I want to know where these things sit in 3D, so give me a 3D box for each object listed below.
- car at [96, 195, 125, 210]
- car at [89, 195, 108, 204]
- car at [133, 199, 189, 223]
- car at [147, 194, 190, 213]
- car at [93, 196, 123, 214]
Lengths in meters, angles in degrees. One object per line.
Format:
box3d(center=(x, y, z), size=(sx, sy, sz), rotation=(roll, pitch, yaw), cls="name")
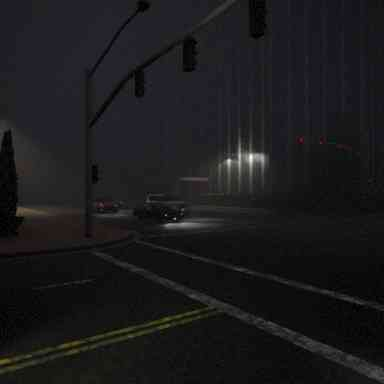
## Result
box3d(center=(-10.588, 1.353, 42.842), size=(2.097, 1.767, 4.553), rotation=(0, 0, -36), cls="car")
box3d(center=(-18.680, 1.478, 66.225), size=(1.882, 1.535, 5.008), rotation=(0, 0, -36), cls="car")
box3d(center=(-2.801, 1.547, 26.155), size=(2.033, 1.411, 5.357), rotation=(0, 0, -36), cls="car")
box3d(center=(-2.417, 1.221, 31.579), size=(2.150, 2.045, 5.566), rotation=(0, 0, -36), cls="car")
box3d(center=(-9.575, 1.353, 35.484), size=(2.097, 1.767, 4.553), rotation=(0, 0, -36), cls="car")
